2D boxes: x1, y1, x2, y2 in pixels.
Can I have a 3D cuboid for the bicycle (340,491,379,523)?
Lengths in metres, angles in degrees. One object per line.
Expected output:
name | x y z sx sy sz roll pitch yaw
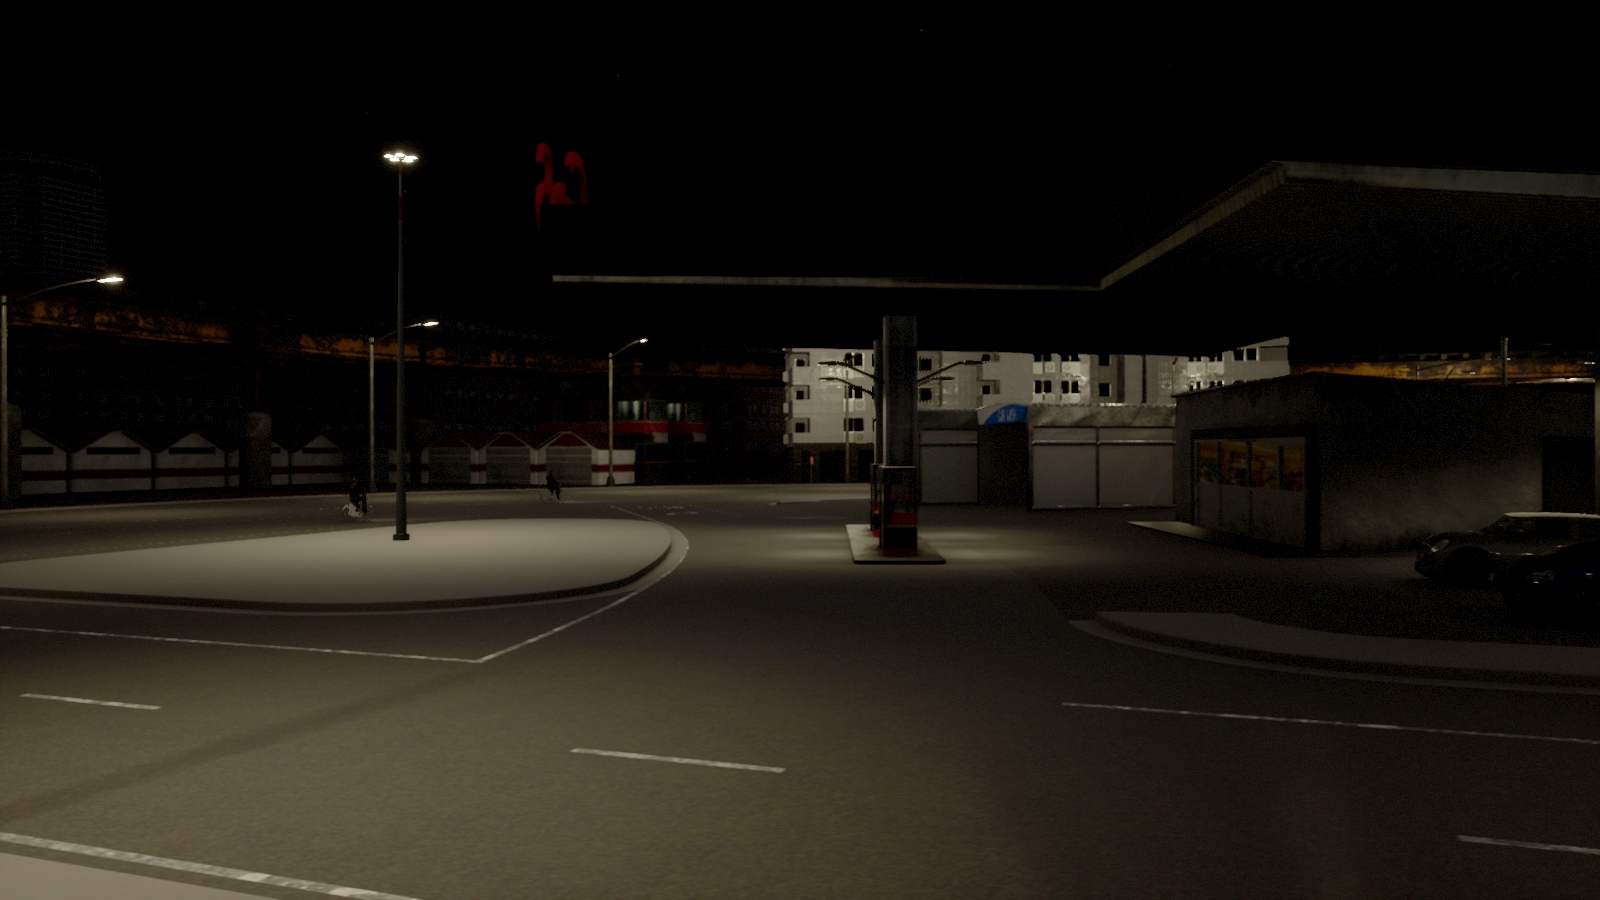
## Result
bicycle | -17.629 2.272 45.785 0.329 1.196 1.835 0 0 20
